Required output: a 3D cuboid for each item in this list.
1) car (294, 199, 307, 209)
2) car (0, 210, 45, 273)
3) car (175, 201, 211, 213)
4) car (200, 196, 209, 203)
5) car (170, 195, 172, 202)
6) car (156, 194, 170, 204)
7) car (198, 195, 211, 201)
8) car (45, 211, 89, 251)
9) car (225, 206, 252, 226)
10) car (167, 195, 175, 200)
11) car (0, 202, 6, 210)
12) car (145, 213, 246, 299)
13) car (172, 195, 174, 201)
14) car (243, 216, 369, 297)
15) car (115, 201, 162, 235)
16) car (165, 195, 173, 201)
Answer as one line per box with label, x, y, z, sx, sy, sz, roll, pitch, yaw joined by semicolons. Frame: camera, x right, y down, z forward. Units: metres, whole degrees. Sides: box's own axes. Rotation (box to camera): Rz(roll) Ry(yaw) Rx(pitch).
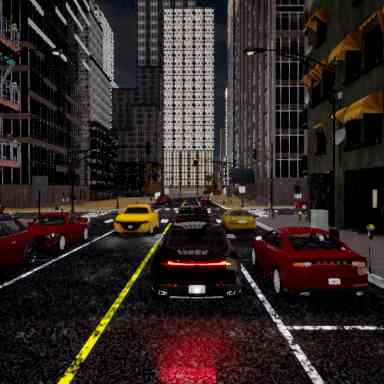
car;14.190;1.254;38.662;4.507;1.381;1.887;-1;1;-1
car;-5.712;1.438;8.472;1.967;1.590;4.097;-1;0;0
car;0.067;1.475;18.675;1.882;1.535;5.008;0;0;0
car;2.572;1.521;68.774;1.752;1.417;4.829;-1;0;0
car;-5.810;1.310;68.593;2.192;1.841;5.009;-1;0;0
car;-5.799;1.540;63.033;1.887;1.381;4.507;-1;0;0
car;2.580;1.435;63.045;1.967;1.590;4.097;-1;0;0
car;-5.720;1.542;13.996;1.887;1.381;4.507;-1;0;0
car;2.651;1.522;19.689;1.752;1.417;4.829;-1;0;0
car;-5.843;1.541;90.830;1.887;1.381;4.507;-1;0;0
car;-23.908;1.744;38.277;4.097;1.590;1.967;-1;1;-1
car;0.086;1.503;8.403;1.837;1.490;4.892;0;0;0
car;-5.819;1.310;74.152;2.192;1.841;5.009;-1;0;0
car;2.670;1.543;8.472;1.887;1.381;4.507;-1;0;0
car;-3.049;1.475;19.068;1.882;1.535;5.008;0;0;0
car;-5.835;1.521;85.101;1.752;1.417;4.829;-1;0;0
